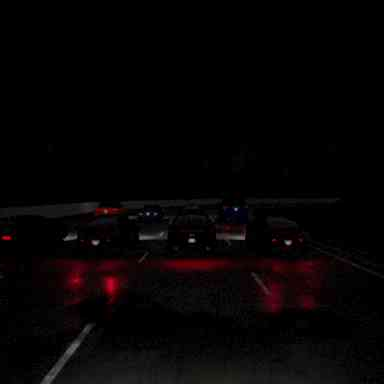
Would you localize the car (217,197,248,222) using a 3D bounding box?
[{"bbox_3d":[3.495,1.487,29.009,2.150,2.045,5.566,0,0,0],"label":"car"}]

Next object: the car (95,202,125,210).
[{"bbox_3d":[-7.000,1.621,29.080,2.097,1.767,4.553,0,-1,0],"label":"car"}]

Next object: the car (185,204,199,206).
[{"bbox_3d":[0.008,1.800,29.393,1.812,1.442,4.674,0,0,1],"label":"car"}]

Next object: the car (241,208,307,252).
[{"bbox_3d":[3.501,1.660,14.376,1.812,1.442,4.674,0,0,0],"label":"car"}]

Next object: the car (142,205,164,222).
[{"bbox_3d":[-3.505,1.818,28.986,2.033,1.411,5.357,0,-1,0],"label":"car"}]

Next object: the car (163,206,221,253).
[{"bbox_3d":[0.002,1.613,14.470,1.882,1.535,5.008,0,0,0],"label":"car"}]

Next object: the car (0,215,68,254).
[{"bbox_3d":[-7.003,1.678,13.985,2.033,1.411,5.357,0,-1,0],"label":"car"}]

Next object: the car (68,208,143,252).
[{"bbox_3d":[-3.499,1.660,14.392,1.812,1.442,4.674,0,0,0],"label":"car"}]
